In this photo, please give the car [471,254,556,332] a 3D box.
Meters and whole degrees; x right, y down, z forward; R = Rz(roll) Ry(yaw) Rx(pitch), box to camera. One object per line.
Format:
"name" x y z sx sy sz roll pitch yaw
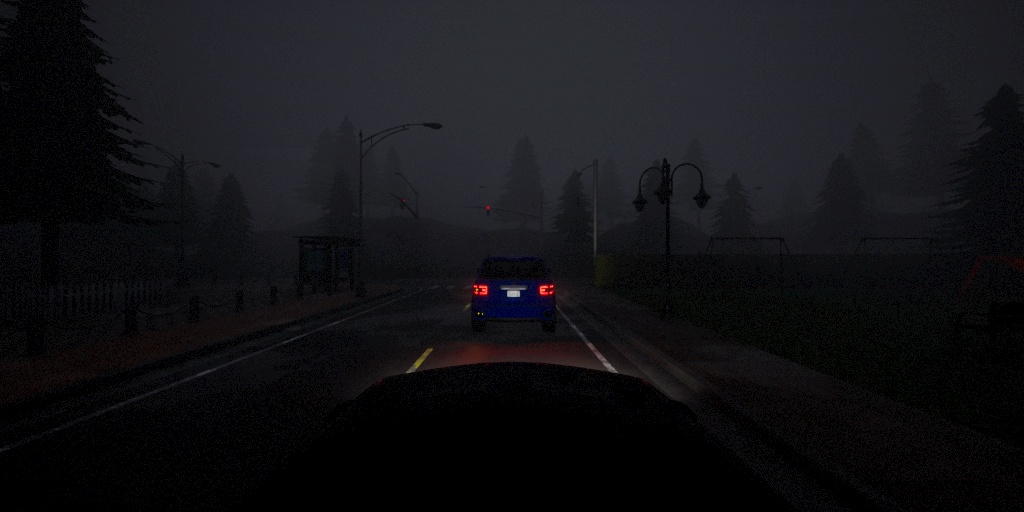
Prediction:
"car" 0.057 0.971 10.993 2.150 2.045 5.566 0 0 0
